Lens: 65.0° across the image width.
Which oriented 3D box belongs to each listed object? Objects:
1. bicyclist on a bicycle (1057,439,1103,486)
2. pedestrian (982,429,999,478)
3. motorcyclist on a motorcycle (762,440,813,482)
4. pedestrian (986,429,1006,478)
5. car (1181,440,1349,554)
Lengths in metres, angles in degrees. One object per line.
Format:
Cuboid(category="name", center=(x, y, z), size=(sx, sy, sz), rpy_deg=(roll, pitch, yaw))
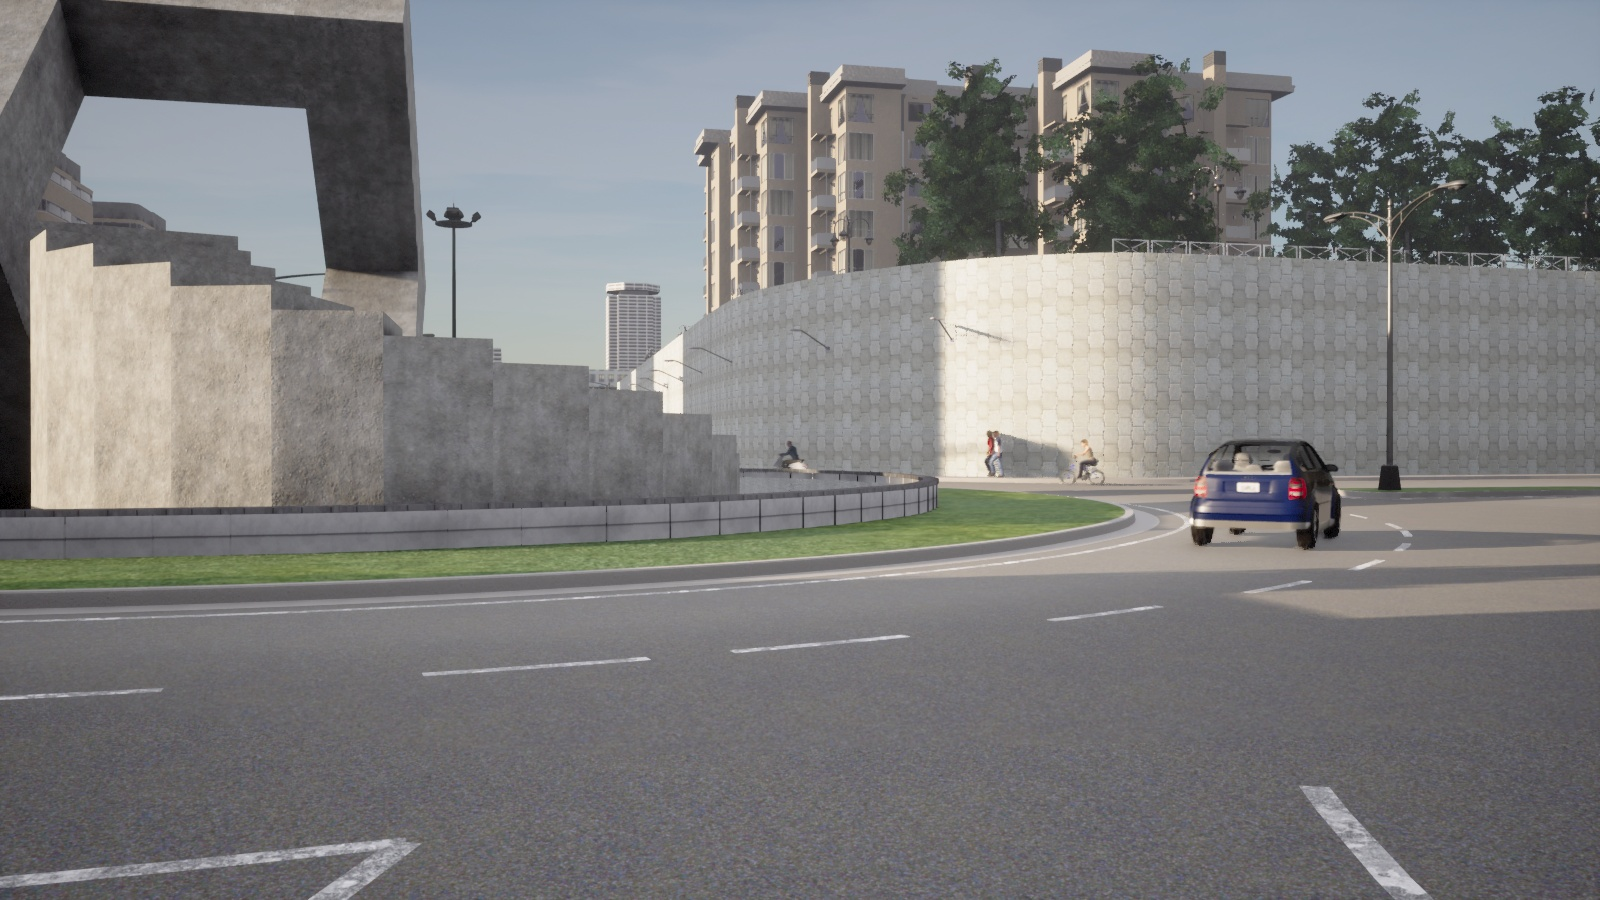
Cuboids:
Cuboid(category="bicyclist on a bicycle", center=(9.711, 0.445, 43.482), size=(1.509, 1.612, 0.866), rpy_deg=(0, -1, 16))
Cuboid(category="pedestrian", center=(7.343, 0.134, 48.420), size=(0.636, 1.846, 0.331), rpy_deg=(0, 0, 16))
Cuboid(category="motorcyclist on a motorcycle", center=(-0.486, 0.421, 49.270), size=(1.817, 1.590, 0.866), rpy_deg=(0, 1, 27))
Cuboid(category="pedestrian", center=(7.479, 0.138, 47.813), size=(0.706, 1.836, 0.354), rpy_deg=(0, 0, 16))
Cuboid(category="car", center=(7.153, 0.623, 19.096), size=(1.789, 1.549, 3.705), rpy_deg=(0, 1, 30))
